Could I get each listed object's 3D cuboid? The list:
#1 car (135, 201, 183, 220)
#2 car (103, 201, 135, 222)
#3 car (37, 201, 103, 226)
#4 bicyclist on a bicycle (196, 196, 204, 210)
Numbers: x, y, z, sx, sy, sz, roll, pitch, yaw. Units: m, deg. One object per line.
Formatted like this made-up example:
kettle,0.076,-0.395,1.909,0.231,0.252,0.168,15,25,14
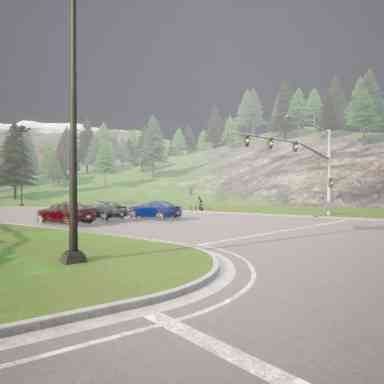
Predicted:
car,-3.109,1.477,27.762,5.008,1.535,1.882,0,0,35
car,-7.265,1.492,26.374,4.902,1.511,2.128,0,0,34
car,-8.826,1.477,23.192,5.008,1.535,1.882,0,0,34
bicyclist on a bicycle,0.900,1.302,38.405,0.582,1.620,1.656,0,0,34
